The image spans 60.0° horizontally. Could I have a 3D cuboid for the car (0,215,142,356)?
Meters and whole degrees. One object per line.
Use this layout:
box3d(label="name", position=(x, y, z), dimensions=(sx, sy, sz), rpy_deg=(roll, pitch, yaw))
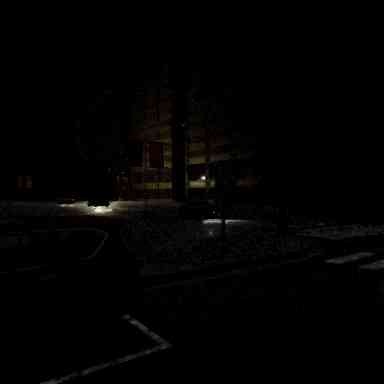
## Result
box3d(label="car", position=(-3.126, 1.316, 4.526), dimensions=(5.009, 1.841, 2.192), rpy_deg=(0, 1, -35))

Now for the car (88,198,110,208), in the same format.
box3d(label="car", position=(-13.747, 1.556, 49.041), dimensions=(1.882, 1.535, 5.008), rpy_deg=(0, 0, -36))

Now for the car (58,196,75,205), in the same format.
box3d(label="car", position=(-23.882, 1.491, 63.237), dimensions=(2.097, 1.767, 4.553), rpy_deg=(0, -1, -36))

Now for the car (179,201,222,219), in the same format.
box3d(label="car", position=(0.755, 1.531, 28.727), dimensions=(1.837, 1.490, 4.892), rpy_deg=(0, 0, -36))
